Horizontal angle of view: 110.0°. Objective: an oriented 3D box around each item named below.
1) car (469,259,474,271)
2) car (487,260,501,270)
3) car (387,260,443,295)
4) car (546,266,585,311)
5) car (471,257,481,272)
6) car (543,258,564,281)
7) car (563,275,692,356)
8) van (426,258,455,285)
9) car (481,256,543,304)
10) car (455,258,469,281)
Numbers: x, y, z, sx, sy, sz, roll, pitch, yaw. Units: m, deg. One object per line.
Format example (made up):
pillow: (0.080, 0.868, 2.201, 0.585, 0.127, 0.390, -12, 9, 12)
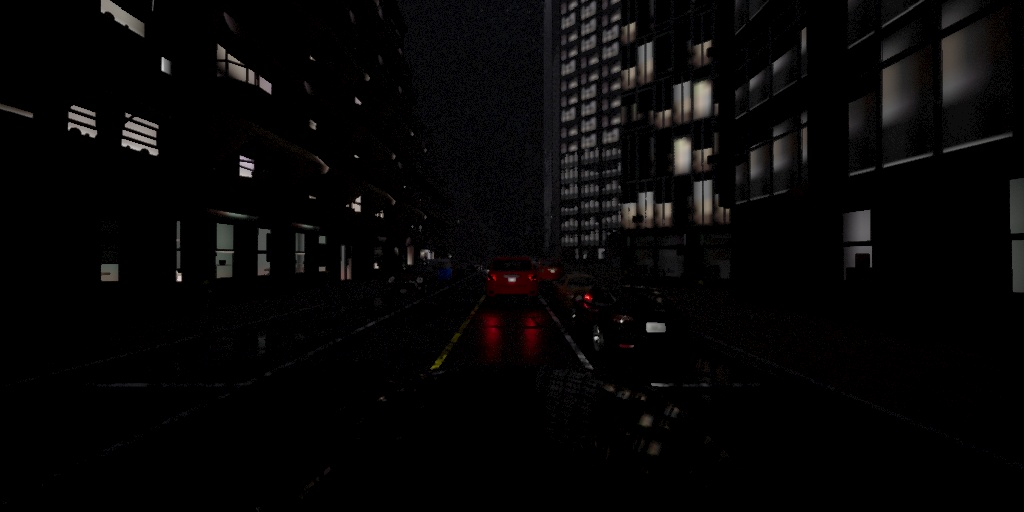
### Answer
car: (-5.315, 1.321, 36.153, 2.007, 1.370, 4.403, 0, 0, 0)
car: (-2.750, 1.406, 56.502, 1.994, 1.385, 4.181, 0, 0, 0)
car: (-5.315, 1.195, 19.544, 1.967, 1.591, 4.097, 0, 0, 0)
car: (2.566, 1.278, 14.186, 1.751, 1.417, 4.829, 0, 0, 0)
car: (-5.315, 1.226, 47.223, 1.967, 1.591, 4.097, 0, 0, 0)
car: (2.566, 1.075, 25.088, 2.192, 1.841, 5.009, 0, 0, 0)
car: (2.566, 1.315, 8.480, 1.948, 1.339, 4.313, 0, 0, 0)
van: (-5.315, 1.101, 25.080, 1.690, 1.789, 3.998, 0, 0, 0)
car: (0.000, 1.013, 16.531, 2.150, 2.045, 5.566, 0, 0, 0)
car: (-5.315, 1.080, 30.616, 2.192, 1.841, 5.009, 0, 0, 0)
